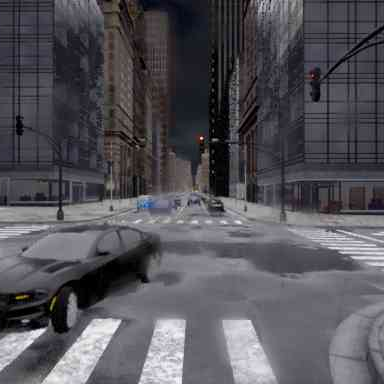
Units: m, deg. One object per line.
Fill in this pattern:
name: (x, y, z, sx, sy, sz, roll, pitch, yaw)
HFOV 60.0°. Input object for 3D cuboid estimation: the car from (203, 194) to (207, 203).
car: (2.953, 1.526, 57.272, 1.802, 1.307, 4.206, 0, 0, 0)

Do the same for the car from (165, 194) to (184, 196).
car: (-2.748, 1.499, 53.187, 2.033, 1.411, 5.357, 0, 0, 1)

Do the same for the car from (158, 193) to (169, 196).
car: (-5.571, 1.384, 57.319, 1.967, 1.590, 4.097, 0, 0, 0)

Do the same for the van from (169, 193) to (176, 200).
van: (-5.374, 1.198, 91.210, 1.690, 1.788, 3.998, 0, 0, 0)

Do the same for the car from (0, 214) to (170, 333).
car: (-2.328, 1.474, 7.166, 1.882, 1.535, 5.008, -1, 0, 18)

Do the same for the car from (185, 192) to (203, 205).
car: (0.365, 1.300, 55.749, 2.097, 1.767, 4.553, 0, 0, 2)

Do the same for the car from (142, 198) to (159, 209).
car: (-5.637, 1.546, 46.022, 1.802, 1.307, 4.206, 0, 0, 0)

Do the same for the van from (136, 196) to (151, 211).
van: (-5.668, 1.313, 40.373, 1.690, 1.788, 3.998, 0, 0, 0)

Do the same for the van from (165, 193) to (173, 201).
van: (-5.439, 1.230, 79.914, 1.690, 1.788, 3.998, 0, 0, 0)

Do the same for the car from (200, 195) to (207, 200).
car: (3.149, 1.408, 91.165, 2.008, 1.369, 4.403, 0, 0, 0)

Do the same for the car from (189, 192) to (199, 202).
car: (0.376, 1.134, 72.691, 2.150, 2.045, 5.566, 0, 0, 0)

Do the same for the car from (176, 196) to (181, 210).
car: (-2.876, 1.532, 42.834, 1.994, 1.385, 4.181, 0, 0, 1)

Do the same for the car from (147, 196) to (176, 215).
car: (-2.948, 1.457, 32.875, 1.882, 1.535, 5.008, 0, 0, 0)

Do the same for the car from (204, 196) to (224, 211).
car: (2.856, 1.537, 40.325, 1.947, 1.339, 4.313, 0, 0, 0)

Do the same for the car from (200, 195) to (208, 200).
car: (3.117, 1.455, 85.517, 1.802, 1.307, 4.206, 0, 0, 0)
